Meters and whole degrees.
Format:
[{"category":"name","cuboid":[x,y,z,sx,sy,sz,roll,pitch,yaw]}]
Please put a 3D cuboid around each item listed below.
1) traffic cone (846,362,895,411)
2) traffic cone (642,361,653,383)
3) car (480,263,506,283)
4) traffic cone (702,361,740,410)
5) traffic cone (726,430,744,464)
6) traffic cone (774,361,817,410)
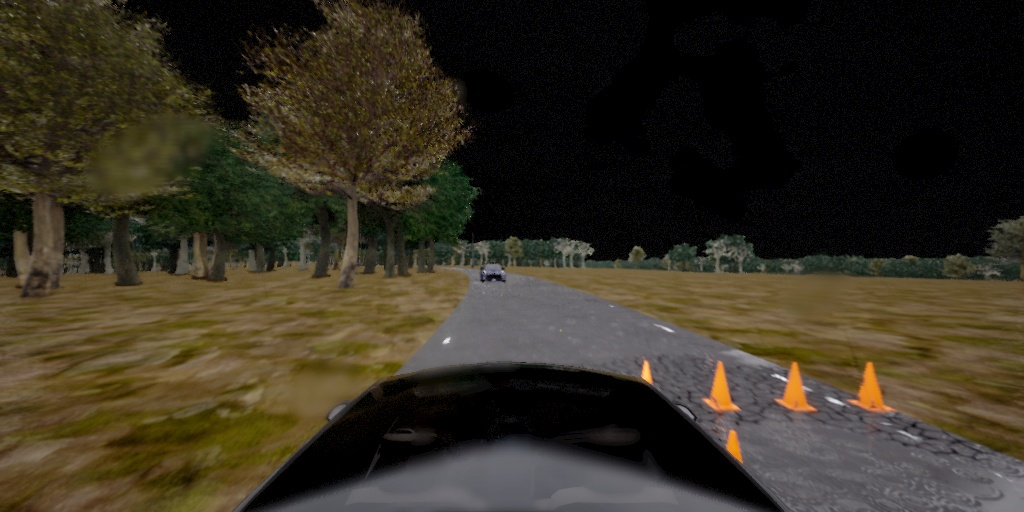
[{"category":"traffic cone","cuboid":[4.844,1.734,4.851,0.340,0.580,0.340,0,0,1]},{"category":"traffic cone","cuboid":[1.845,1.737,4.915,0.340,0.580,0.340,0,0,1]},{"category":"car","cuboid":[-1.726,1.394,31.464,2.097,1.767,4.553,0,-1,-7]},{"category":"traffic cone","cuboid":[2.844,1.736,4.893,0.340,0.580,0.340,0,0,1]},{"category":"traffic cone","cuboid":[1.803,1.718,2.915,0.340,0.580,0.340,0,0,1]},{"category":"traffic cone","cuboid":[3.844,1.735,4.872,0.340,0.580,0.340,0,0,1]}]
